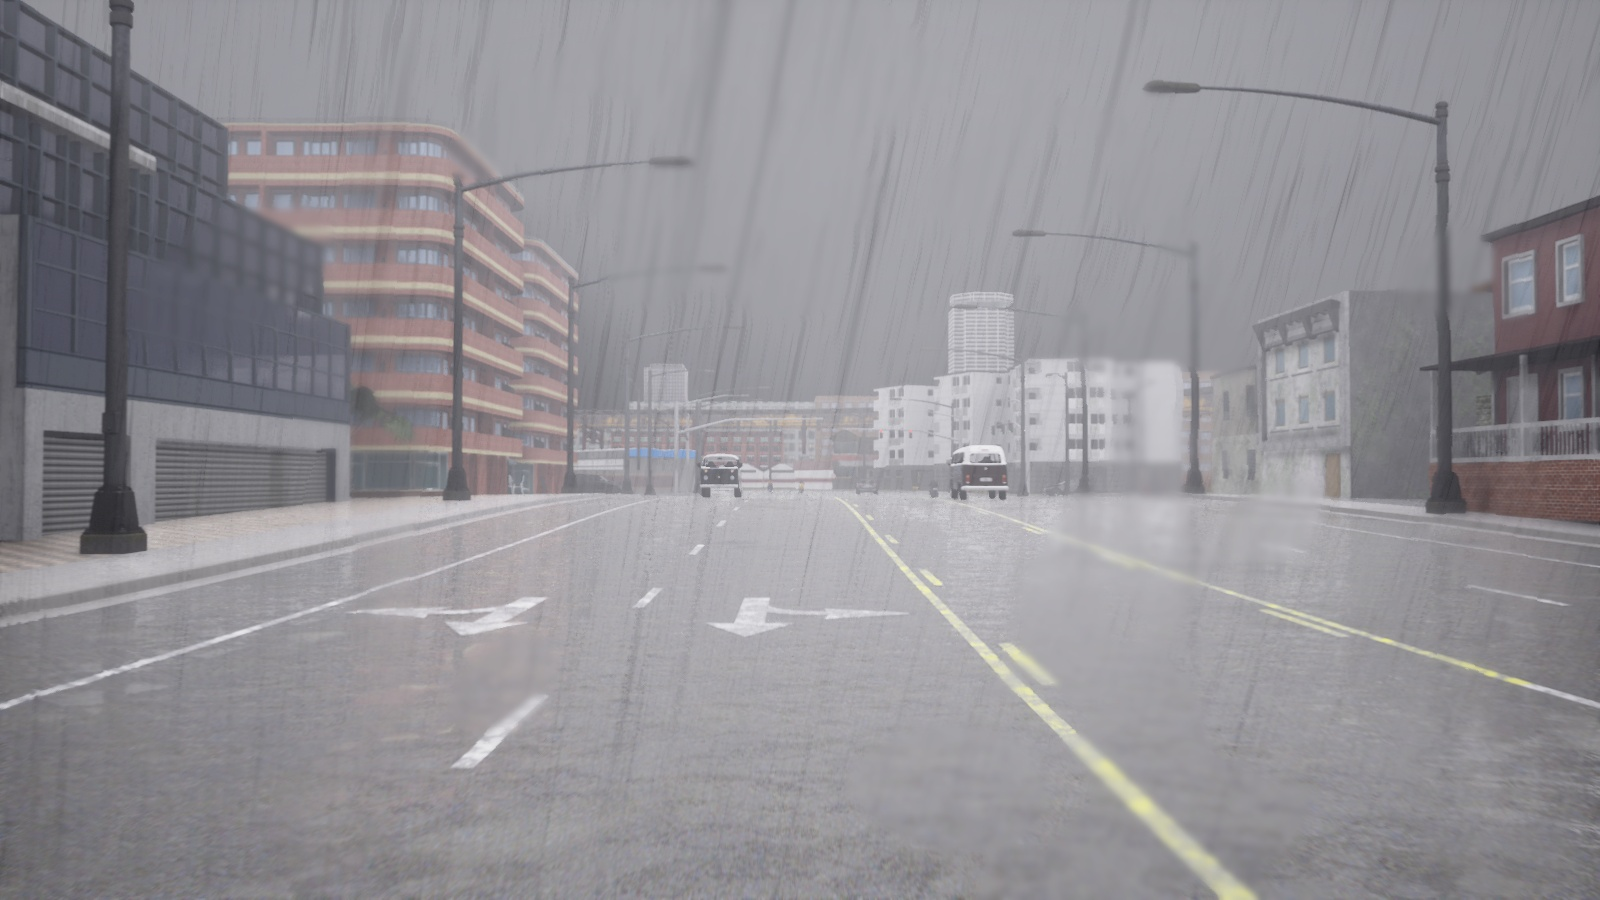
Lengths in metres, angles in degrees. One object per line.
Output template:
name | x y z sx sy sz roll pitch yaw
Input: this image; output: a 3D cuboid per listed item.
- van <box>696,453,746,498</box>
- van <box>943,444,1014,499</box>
van | -3.663 1.241 58.964 2.069 2.038 4.480 0 -2 0
van | 6.863 0.839 48.646 2.069 2.038 4.480 0 -1 0
